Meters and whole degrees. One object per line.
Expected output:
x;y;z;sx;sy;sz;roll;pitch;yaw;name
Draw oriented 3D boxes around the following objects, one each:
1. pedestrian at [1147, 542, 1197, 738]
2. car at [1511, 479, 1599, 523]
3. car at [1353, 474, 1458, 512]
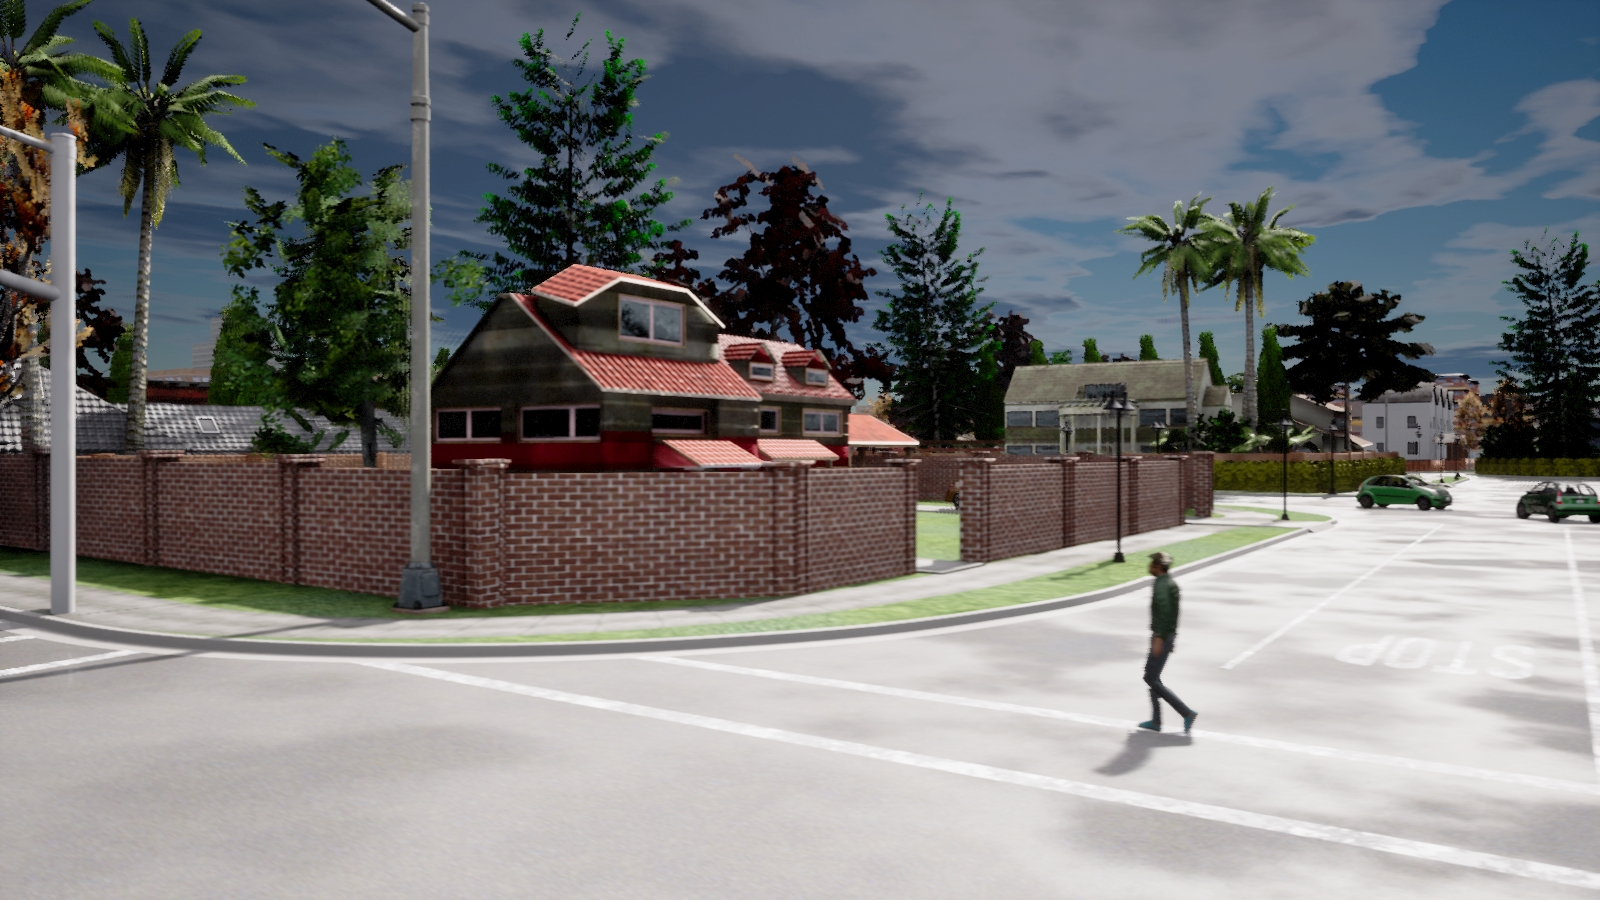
3.694;1.865;11.337;0.375;1.860;0.375;0;0;34;pedestrian
30.801;2.049;46.480;1.851;1.617;3.988;0;0;10;car
28.659;1.995;54.197;1.851;1.617;3.988;0;0;-35;car
